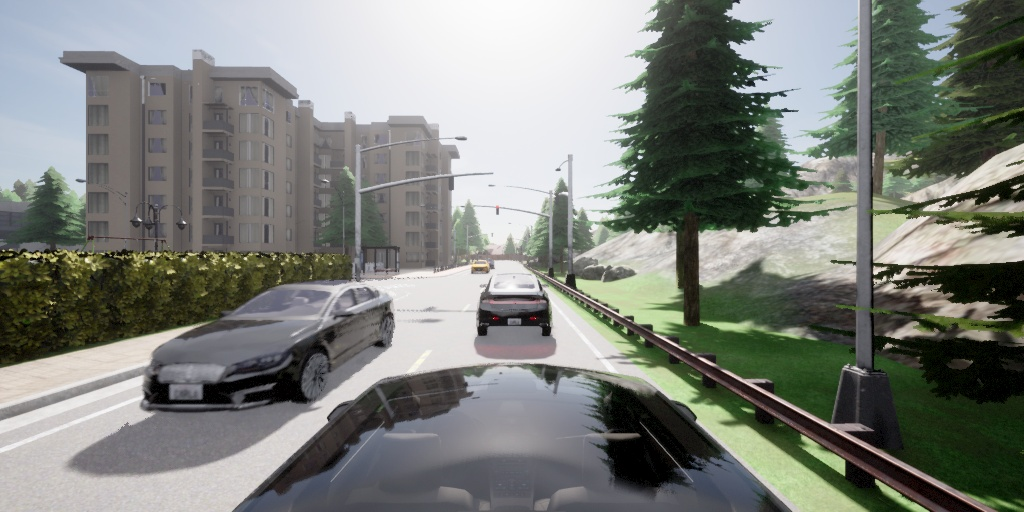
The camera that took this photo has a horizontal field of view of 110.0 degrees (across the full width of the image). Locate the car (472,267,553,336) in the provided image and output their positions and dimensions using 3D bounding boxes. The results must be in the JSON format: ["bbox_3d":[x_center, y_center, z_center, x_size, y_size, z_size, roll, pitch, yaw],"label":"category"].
[{"bbox_3d":[0.062,1.242,10.370,2.128,1.511,4.902,0,0,0],"label":"car"}]

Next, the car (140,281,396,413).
[{"bbox_3d":[-3.599,1.241,6.415,2.128,1.511,4.902,0,0,0],"label":"car"}]

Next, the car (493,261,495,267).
[{"bbox_3d":[-3.690,1.103,53.263,2.097,1.767,4.553,0,0,0],"label":"car"}]

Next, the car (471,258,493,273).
[{"bbox_3d":[-3.679,1.227,42.361,1.882,1.535,5.008,0,0,0],"label":"car"}]
